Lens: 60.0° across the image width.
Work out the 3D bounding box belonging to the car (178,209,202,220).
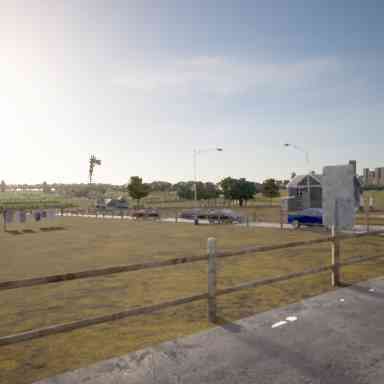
[{"bbox_3d":[-0.085,2.961,44.465,1.994,1.385,4.181,0,-2,-36],"label":"car"}]

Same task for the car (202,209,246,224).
[{"bbox_3d":[3.506,2.502,34.382,1.812,1.442,4.674,0,-2,-36],"label":"car"}]

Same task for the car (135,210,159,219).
[{"bbox_3d":[-6.459,3.286,48.353,1.895,1.301,4.718,0,-2,-35],"label":"car"}]

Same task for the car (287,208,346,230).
[{"bbox_3d":[9.753,2.026,25.659,1.882,1.535,5.008,0,-2,-36],"label":"car"}]
